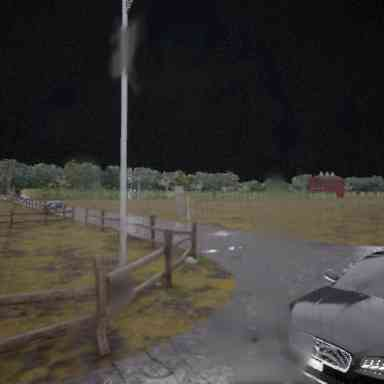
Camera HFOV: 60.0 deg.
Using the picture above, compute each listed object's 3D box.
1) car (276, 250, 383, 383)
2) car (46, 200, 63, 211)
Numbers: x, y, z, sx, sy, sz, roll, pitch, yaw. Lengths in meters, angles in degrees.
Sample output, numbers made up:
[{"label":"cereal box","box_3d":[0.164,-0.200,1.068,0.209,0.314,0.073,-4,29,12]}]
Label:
[{"label":"car","box_3d":[3.358,1.646,4.863,4.892,1.490,1.837,2,-1,-33]},{"label":"car","box_3d":[-19.938,1.931,48.282,2.033,1.411,5.357,-1,0,-32]}]
